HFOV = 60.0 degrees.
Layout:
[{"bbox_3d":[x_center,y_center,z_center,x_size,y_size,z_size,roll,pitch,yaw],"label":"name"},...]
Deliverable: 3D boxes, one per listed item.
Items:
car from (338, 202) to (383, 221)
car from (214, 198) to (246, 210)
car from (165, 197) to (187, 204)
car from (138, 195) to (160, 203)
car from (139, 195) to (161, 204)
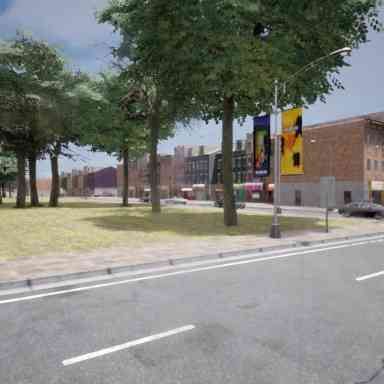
[{"bbox_3d":[14.870,1.623,28.121,2.128,1.511,4.902,1,0,-31],"label":"car"},{"bbox_3d":[4.835,1.474,42.682,1.837,1.490,4.892,1,0,-35],"label":"car"},{"bbox_3d":[-2.863,1.488,58.485,1.895,1.301,4.718,1,0,-35],"label":"car"},{"bbox_3d":[-8.733,1.401,66.638,2.033,1.411,5.357,1,0,-35],"label":"car"},{"bbox_3d":[-7.439,1.368,60.075,1.837,1.490,4.892,1,0,-35],"label":"car"}]
